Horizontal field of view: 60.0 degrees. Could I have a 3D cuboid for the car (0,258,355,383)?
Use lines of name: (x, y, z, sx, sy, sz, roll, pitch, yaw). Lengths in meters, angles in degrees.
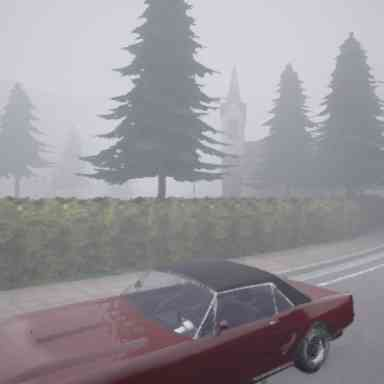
car: (-0.052, 1.625, 4.111, 4.718, 1.301, 1.895, 1, 0, -37)
